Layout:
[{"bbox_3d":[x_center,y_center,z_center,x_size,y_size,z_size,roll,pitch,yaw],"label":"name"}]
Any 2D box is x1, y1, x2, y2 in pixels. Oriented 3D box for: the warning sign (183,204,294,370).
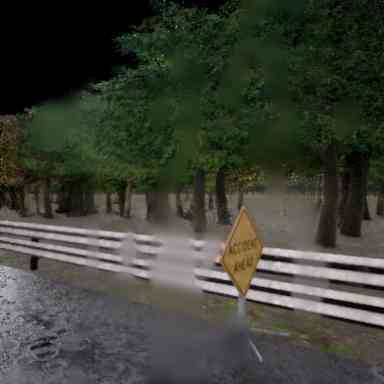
[{"bbox_3d":[0.693,1.125,4.671,1.060,1.860,1.300,0,0,36],"label":"warning sign"}]
